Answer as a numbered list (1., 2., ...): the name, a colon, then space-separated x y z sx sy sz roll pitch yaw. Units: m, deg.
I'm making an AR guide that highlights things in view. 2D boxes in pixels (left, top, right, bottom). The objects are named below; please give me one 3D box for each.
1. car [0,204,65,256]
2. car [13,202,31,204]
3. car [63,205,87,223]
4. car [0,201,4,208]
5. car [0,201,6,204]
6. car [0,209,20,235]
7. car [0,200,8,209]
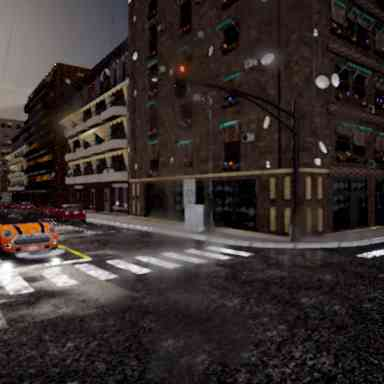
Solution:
1. car: -7.370 1.576 14.411 2.097 1.767 4.553 -1 0 -37
2. car: -22.600 2.105 45.247 1.967 1.590 4.097 -2 0 -36
3. car: -10.747 1.809 29.086 1.967 1.590 4.097 -2 0 -36
4. car: -42.194 2.724 72.312 1.947 1.339 4.313 -2 0 -36
5. car: -31.265 2.382 52.816 1.812 1.442 4.674 -1 0 -36
6. car: -12.979 1.911 22.106 2.033 1.411 5.357 -1 0 -35
7. car: -38.931 2.516 67.801 1.967 1.590 4.097 -2 0 -36
